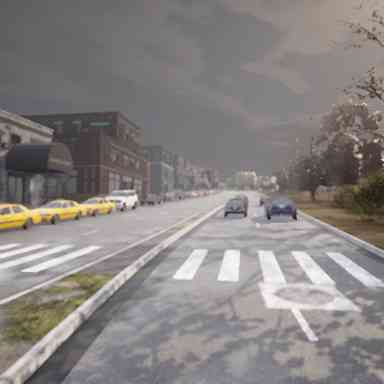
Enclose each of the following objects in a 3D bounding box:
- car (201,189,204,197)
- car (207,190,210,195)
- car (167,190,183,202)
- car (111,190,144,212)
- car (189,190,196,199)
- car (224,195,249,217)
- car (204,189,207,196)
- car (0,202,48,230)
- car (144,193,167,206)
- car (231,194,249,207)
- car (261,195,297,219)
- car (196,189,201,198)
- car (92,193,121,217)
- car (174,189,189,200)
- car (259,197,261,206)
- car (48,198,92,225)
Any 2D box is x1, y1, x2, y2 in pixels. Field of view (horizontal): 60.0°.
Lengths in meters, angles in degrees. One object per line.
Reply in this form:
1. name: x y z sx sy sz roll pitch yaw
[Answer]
1. car: 0.981 0.364 82.678 2.185 1.767 4.553 0 1 10
2. car: 2.795 0.102 93.515 2.435 2.045 5.566 0 1 10
3. car: -3.563 0.832 55.534 2.231 1.521 4.892 0 1 9
4. car: -7.218 0.854 33.702 2.435 2.045 5.566 0 1 9
5. car: -1.156 0.647 70.249 2.231 1.521 4.892 0 1 10
6. car: 3.662 1.229 27.549 2.033 1.411 5.357 0 1 10
7. car: 1.858 0.421 87.914 1.946 1.575 5.366 0 1 10
8. car: -10.013 1.313 17.084 1.946 1.575 5.366 0 1 10
9. car: -5.398 0.998 44.600 2.163 1.488 4.792 0 1 10
10. car: 6.226 1.038 42.478 2.033 1.411 5.357 0 1 10
11. car: 6.629 1.040 25.323 2.097 1.767 4.553 0 1 10
12. car: 0.033 0.558 77.017 1.946 1.575 5.366 0 1 10
13. car: -8.179 1.174 27.977 1.946 1.575 5.366 0 1 10
14. car: -2.659 0.511 60.946 2.435 2.045 5.566 0 1 10
15. car: 9.538 1.071 42.323 1.895 1.301 4.718 0 1 10
16. car: -9.091 1.242 22.529 1.946 1.575 5.366 0 1 10
